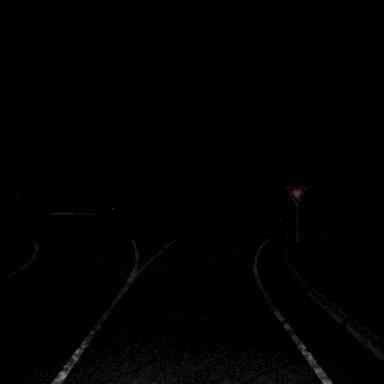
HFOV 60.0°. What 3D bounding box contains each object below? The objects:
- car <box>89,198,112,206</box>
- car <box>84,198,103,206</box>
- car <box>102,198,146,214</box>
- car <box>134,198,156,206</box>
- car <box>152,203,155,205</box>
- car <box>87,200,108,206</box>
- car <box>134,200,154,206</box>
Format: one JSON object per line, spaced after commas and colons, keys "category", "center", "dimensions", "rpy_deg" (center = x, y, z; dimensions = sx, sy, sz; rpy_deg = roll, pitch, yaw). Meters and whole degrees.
{"category": "car", "center": [-24.655, 2.648, 89.656], "dimensions": [5.566, 2.045, 2.435], "rpy_deg": [0, -2, -2]}
{"category": "car", "center": [-24.467, 2.460, 84.200], "dimensions": [5.566, 2.045, 2.435], "rpy_deg": [0, -2, -2]}
{"category": "car", "center": [-8.705, 1.952, 42.929], "dimensions": [4.553, 1.767, 2.097], "rpy_deg": [1, -1, -34]}
{"category": "car", "center": [-12.394, 2.595, 88.402], "dimensions": [5.566, 2.045, 2.435], "rpy_deg": [0, -2, -2]}
{"category": "car", "center": [-12.190, 2.521, 82.451], "dimensions": [4.553, 1.767, 2.185], "rpy_deg": [0, -2, -2]}
{"category": "car", "center": [-24.581, 2.802, 86.857], "dimensions": [4.892, 1.521, 2.231], "rpy_deg": [0, -2, -2]}
{"category": "car", "center": [-12.269, 2.748, 85.480], "dimensions": [5.008, 1.535, 2.097], "rpy_deg": [0, -2, -2]}
